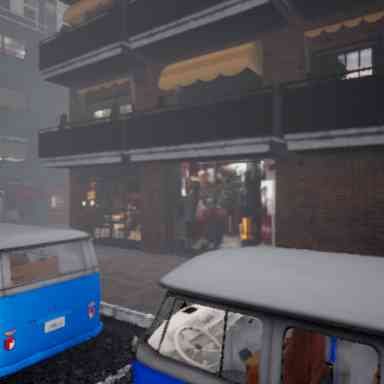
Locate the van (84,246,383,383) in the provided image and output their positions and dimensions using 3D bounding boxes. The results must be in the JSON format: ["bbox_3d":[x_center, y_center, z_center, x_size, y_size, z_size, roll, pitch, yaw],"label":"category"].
[{"bbox_3d":[1.389,1.338,1.874,3.998,1.788,1.690,-1,0,35],"label":"van"}]

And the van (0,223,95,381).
[{"bbox_3d":[-3.181,1.388,5.115,3.998,1.788,1.690,-1,0,35],"label":"van"}]
